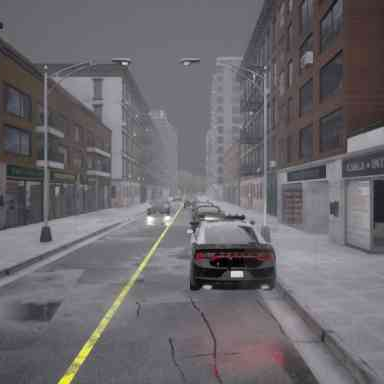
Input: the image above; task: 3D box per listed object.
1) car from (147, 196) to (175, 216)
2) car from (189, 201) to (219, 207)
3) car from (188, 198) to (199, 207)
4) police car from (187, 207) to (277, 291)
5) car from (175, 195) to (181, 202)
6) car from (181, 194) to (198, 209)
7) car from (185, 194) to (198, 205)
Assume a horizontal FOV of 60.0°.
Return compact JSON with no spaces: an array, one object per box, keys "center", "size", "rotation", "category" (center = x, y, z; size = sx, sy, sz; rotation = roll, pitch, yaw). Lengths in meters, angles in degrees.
[{"center":[-3.148,1.340,32.690],"size":[2.097,1.767,4.553],"rotation":[0,0,0],"category":"car"},{"center":[0.873,1.501,19.071],"size":[1.837,1.490,4.892],"rotation":[0,0,0],"category":"car"},{"center":[0.864,1.471,25.071],"size":[1.882,1.535,5.008],"rotation":[0,0,0],"category":"car"},{"center":[0.888,1.424,9.181],"size":[1.930,1.638,5.238],"rotation":[0,0,0],"category":"police car"},{"center":[-3.103,1.425,71.566],"size":[1.882,1.535,5.008],"rotation":[0,0,0],"category":"car"},{"center":[-0.054,1.328,45.961],"size":[2.097,1.767,4.553],"rotation":[0,0,0],"category":"car"},{"center":[-0.086,1.313,59.548],"size":[2.097,1.767,4.553],"rotation":[0,0,0],"category":"car"}]
